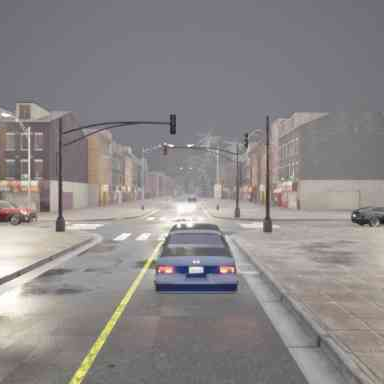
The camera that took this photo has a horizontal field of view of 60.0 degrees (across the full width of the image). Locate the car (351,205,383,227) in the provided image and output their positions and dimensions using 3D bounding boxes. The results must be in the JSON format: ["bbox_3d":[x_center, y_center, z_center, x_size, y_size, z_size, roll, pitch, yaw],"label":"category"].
[{"bbox_3d":[12.356,1.521,21.035,4.313,1.339,1.947,0,0,0],"label":"car"}]

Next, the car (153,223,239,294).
[{"bbox_3d":[0.083,1.549,8.920,2.033,1.411,5.357,0,0,0],"label":"car"}]

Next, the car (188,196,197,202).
[{"bbox_3d":[0.019,1.547,75.854,1.882,1.535,5.008,0,0,0],"label":"car"}]

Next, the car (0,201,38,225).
[{"bbox_3d":[-13.466,1.397,23.641,4.553,1.767,2.097,0,0,-1],"label":"car"}]
